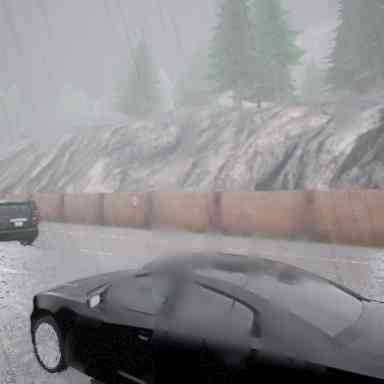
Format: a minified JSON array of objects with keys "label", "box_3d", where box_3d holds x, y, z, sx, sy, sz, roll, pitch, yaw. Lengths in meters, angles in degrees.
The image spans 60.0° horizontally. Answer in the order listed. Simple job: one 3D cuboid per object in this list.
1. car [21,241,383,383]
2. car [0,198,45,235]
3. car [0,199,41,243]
[{"label":"car","box_3d":[0.013,1.507,4.021,5.008,1.535,1.882,-1,-1,36]},{"label":"car","box_3d":[-12.067,1.474,21.653,5.566,2.045,2.150,0,0,37]},{"label":"car","box_3d":[-9.135,1.403,15.033,5.566,2.045,2.150,0,0,37]}]
